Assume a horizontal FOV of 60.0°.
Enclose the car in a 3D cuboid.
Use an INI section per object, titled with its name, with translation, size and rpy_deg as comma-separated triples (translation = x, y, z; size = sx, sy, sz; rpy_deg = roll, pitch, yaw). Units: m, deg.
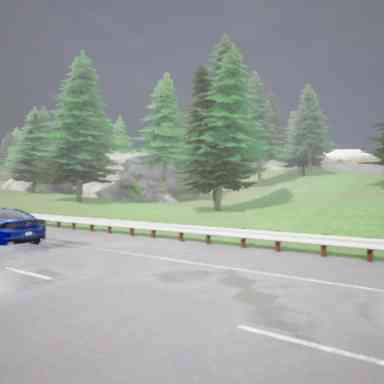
[car]
translation = -8.051, 1.374, 13.610
size = 5.008, 1.535, 1.882
rpy_deg = 0, 1, 34
